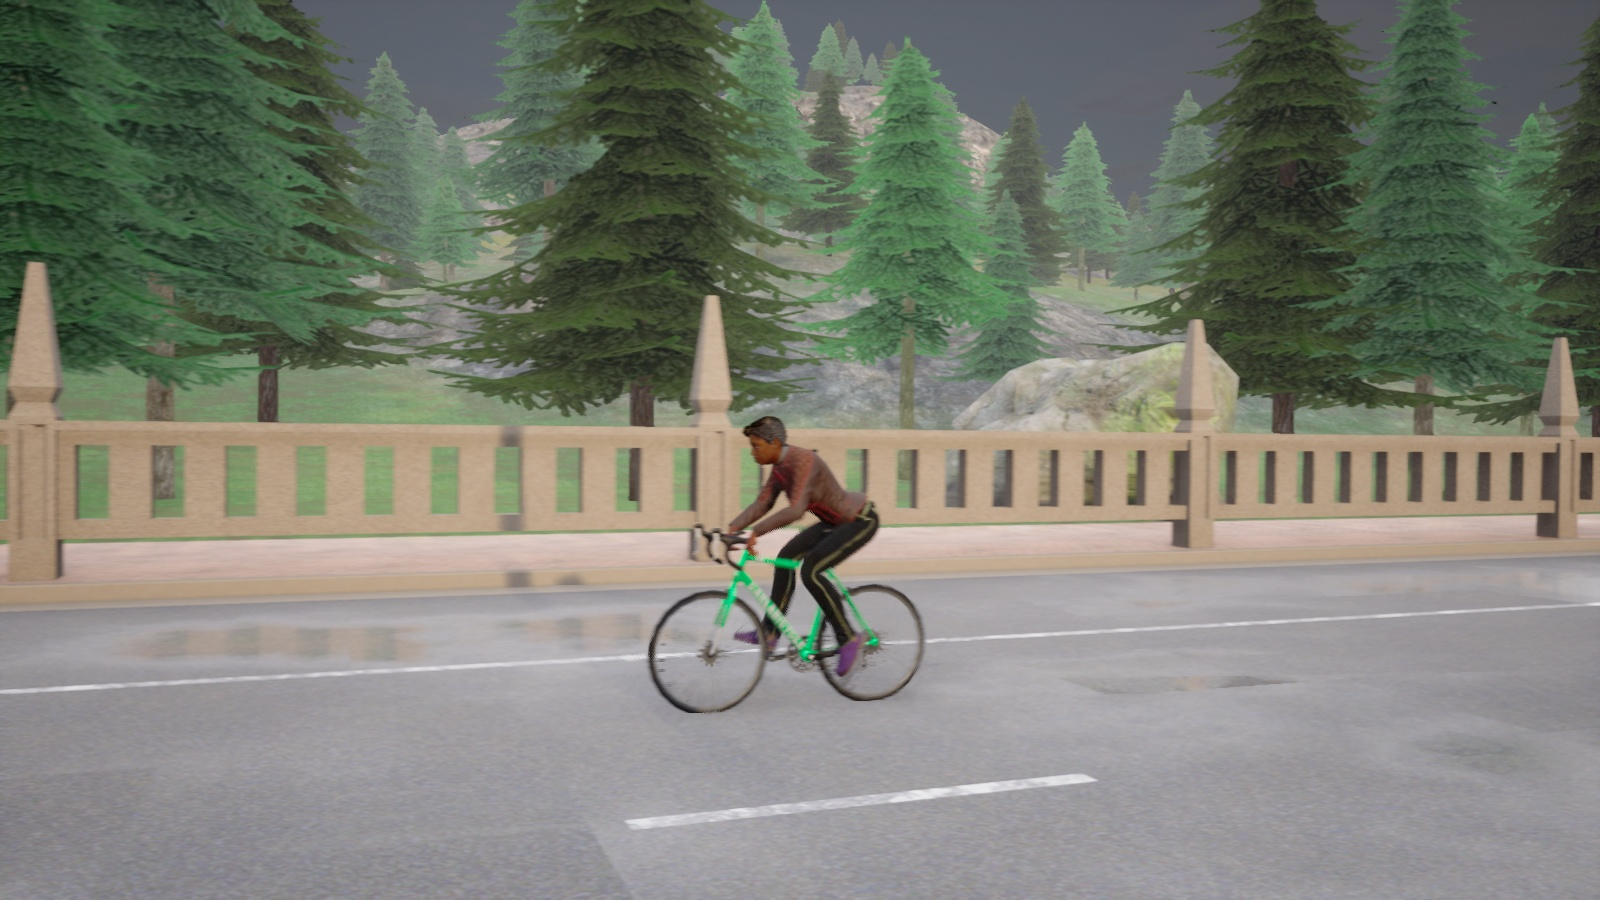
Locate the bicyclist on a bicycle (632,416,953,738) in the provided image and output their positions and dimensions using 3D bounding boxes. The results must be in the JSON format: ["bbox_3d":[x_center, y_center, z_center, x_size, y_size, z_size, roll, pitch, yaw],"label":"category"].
[{"bbox_3d":[-0.038,0.638,6.968,1.656,1.620,0.582,-1,1,-21],"label":"bicyclist on a bicycle"}]
